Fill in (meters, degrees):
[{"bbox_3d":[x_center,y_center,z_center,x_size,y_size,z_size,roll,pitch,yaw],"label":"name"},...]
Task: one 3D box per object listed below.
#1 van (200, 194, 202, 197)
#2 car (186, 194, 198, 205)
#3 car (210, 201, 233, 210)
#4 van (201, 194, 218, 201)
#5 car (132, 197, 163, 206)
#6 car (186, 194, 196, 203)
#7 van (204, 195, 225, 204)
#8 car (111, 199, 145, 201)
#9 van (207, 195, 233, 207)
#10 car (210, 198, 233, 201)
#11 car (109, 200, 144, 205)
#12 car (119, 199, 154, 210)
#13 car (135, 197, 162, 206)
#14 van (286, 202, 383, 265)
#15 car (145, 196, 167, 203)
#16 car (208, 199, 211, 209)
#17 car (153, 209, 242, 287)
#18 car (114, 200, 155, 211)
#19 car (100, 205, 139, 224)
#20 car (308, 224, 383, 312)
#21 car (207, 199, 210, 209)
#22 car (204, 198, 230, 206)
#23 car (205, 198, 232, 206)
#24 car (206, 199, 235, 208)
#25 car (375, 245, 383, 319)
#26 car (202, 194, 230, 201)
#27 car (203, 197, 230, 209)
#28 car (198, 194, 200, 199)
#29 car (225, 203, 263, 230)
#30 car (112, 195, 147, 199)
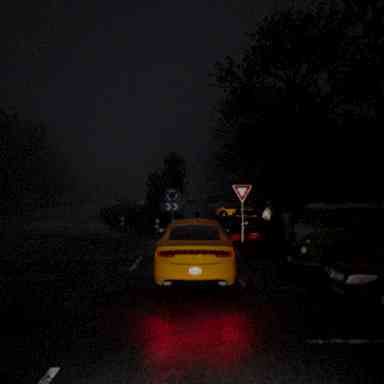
[{"bbox_3d":[4.637,1.558,75.040,4.442,1.987,1.878,0,0,0],"label":"van"},{"bbox_3d":[-0.184,1.786,67.243,1.882,1.535,5.008,0,0,0],"label":"car"},{"bbox_3d":[4.764,2.023,36.392,5.008,1.535,2.097,0,1,0],"label":"car"},{"bbox_3d":[4.864,1.554,91.787,4.442,1.987,1.878,0,0,0],"label":"van"},{"bbox_3d":[-8.135,1.805,61.241,5.366,1.575,1.946,0,0,0],"label":"car"},{"bbox_3d":[-0.287,1.528,77.734,2.150,2.045,5.566,0,0,0],"label":"car"},{"bbox_3d":[4.872,1.559,72.270,4.442,1.987,1.878,0,0,0],"label":"van"},{"bbox_3d":[-8.307,1.974,41.811,5.008,1.535,2.097,0,1,0],"label":"car"},{"bbox_3d":[4.877,1.601,58.550,4.442,1.987,1.878,0,0,0],"label":"van"},{"bbox_3d":[4.799,1.872,39.162,4.553,1.767,2.185,0,1,0],"label":"car"},{"bbox_3d":[-8.341,2.028,39.035,4.792,1.488,2.163,0,1,0],"label":"car"},{"bbox_3d":[-8.310,1.900,50.139,4.892,1.521,2.231,0,0,0],"label":"car"},{"bbox_3d":[-8.327,1.796,64.008,4.892,1.521,2.231,0,0,0],"label":"car"},{"bbox_3d":[4.917,1.256,9.297,4.442,1.987,1.878,-1,0,0],"label":"van"},{"bbox_3d":[-8.356,1.812,77.890,4.792,1.488,2.163,0,0,0],"label":"car"},{"bbox_3d":[4.738,2.004,41.809,4.792,1.488,2.163,0,1,0],"label":"car"},{"bbox_3d":[0.070,1.479,9.345,1.882,1.535,5.008,0,0,0],"label":"car"},{"bbox_3d":[-8.129,1.921,47.363,5.366,1.575,1.946,0,1,0],"label":"car"},{"bbox_3d":[-5.139,1.989,27.528,4.718,1.301,1.895,1,-4,-20],"label":"car"},{"bbox_3d":[5.045,1.524,6.623,4.674,1.452,2.002,0,0,0],"label":"car"},{"bbox_3d":[4.763,1.990,44.579,4.674,1.452,2.002,0,1,0],"label":"car"},{"bbox_3d":[4.788,1.825,63.962,4.792,1.488,2.163,0,0,0],"label":"car"},{"bbox_3d":[4.788,1.838,61.323,4.792,1.488,2.163,0,0,0],"label":"car"},{"bbox_3d":[4.733,1.880,55.658,4.792,1.488,2.163,0,1,0],"label":"car"},{"bbox_3d":[5.044,1.528,3.838,4.674,1.452,2.002,0,0,0],"label":"car"},{"bbox_3d":[4.791,1.624,52.886,5.566,2.045,2.435,0,1,0],"label":"car"},{"bbox_3d":[4.579,1.922,47.349,5.366,1.575,1.946,0,1,0],"label":"car"},{"bbox_3d":[4.724,1.531,80.580,5.566,2.045,2.435,0,0,0],"label":"car"},{"bbox_3d":[3.794,1.757,22.881,2.128,1.511,4.902,0,-1,12],"label":"car"},{"bbox_3d":[-8.285,1.698,44.584,5.566,2.045,2.435,0,1,0],"label":"car"}]
